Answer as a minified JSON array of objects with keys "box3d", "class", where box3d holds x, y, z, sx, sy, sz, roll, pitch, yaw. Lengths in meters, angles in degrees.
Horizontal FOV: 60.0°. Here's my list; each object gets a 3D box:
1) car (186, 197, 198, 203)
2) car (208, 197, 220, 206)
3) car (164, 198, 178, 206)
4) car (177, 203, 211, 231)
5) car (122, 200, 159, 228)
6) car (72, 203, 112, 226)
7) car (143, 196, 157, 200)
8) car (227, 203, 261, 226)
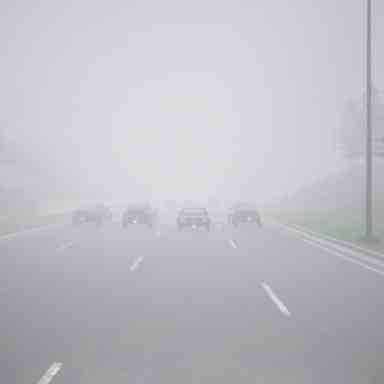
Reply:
[{"box3d":[0.014,1.473,53.332,2.128,1.511,4.902,0,0,2],"class":"car"},{"box3d":[3.518,1.459,53.388,1.882,1.535,5.008,0,0,2],"class":"car"},{"box3d":[-3.463,1.582,54.582,1.895,1.301,4.718,0,0,2],"class":"car"},{"box3d":[0.100,1.594,20.721,1.895,1.301,4.718,0,0,0],"class":"car"},{"box3d":[-3.400,1.497,22.268,1.837,1.490,4.892,0,0,0],"class":"car"},{"box3d":[-6.912,1.518,23.294,1.812,1.442,4.674,0,0,0],"class":"car"},{"box3d":[-6.965,1.487,54.466,1.837,1.490,4.892,0,0,2],"class":"car"},{"box3d":[3.588,1.518,23.294,1.812,1.442,4.674,0,0,0],"class":"car"}]
